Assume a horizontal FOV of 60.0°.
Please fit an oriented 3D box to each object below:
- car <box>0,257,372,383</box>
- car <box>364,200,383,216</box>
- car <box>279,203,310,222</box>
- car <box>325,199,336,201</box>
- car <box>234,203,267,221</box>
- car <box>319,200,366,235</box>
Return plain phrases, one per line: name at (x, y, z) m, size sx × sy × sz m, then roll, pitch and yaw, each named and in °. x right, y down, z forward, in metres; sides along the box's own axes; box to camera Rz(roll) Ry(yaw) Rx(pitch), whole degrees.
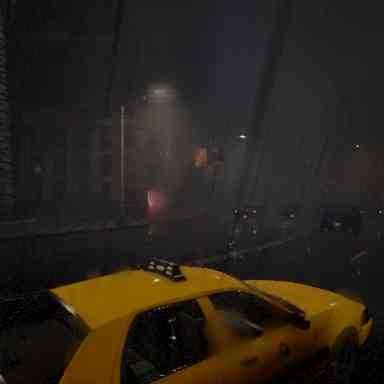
car at (-0.048, 1.453, 3.404) m, size 5.366 × 1.575 × 1.801 m, roll 0°, pitch 0°, yaw -39°
car at (17.179, 1.490, 31.792) m, size 1.837 × 1.490 × 4.892 m, roll 0°, pitch 1°, yaw 12°
car at (8.080, 1.547, 26.053) m, size 1.994 × 1.385 × 4.181 m, roll 0°, pitch 0°, yaw 23°
car at (13.785, 1.487, 32.662) m, size 1.837 × 1.490 × 4.892 m, roll 0°, pitch 1°, yaw 12°
car at (4.909, 1.581, 27.480) m, size 1.895 × 1.301 × 4.718 m, roll 0°, pitch 0°, yaw 23°
car at (8.539, 1.466, 18.881) m, size 1.882 × 1.535 × 5.008 m, roll 0°, pitch 0°, yaw 30°
